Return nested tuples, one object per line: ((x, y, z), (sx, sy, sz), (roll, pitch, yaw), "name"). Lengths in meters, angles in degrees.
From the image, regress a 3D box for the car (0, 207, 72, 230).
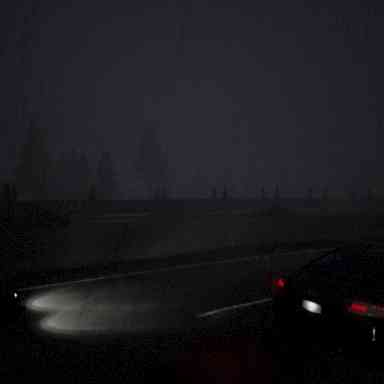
((-9.330, 1.539, 18.586), (4.718, 1.301, 1.895), (0, 0, -33), "car")

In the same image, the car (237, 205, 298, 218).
((5.166, 1.566, 22.640), (4.181, 1.385, 1.994), (0, 0, -25), "car")

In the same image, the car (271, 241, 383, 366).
((3.374, 1.562, 5.646), (4.181, 1.385, 1.994), (0, 0, -31), "car")

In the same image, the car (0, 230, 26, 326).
((-5.213, 1.520, 4.277), (5.357, 1.411, 2.033), (0, 0, -36), "car")
